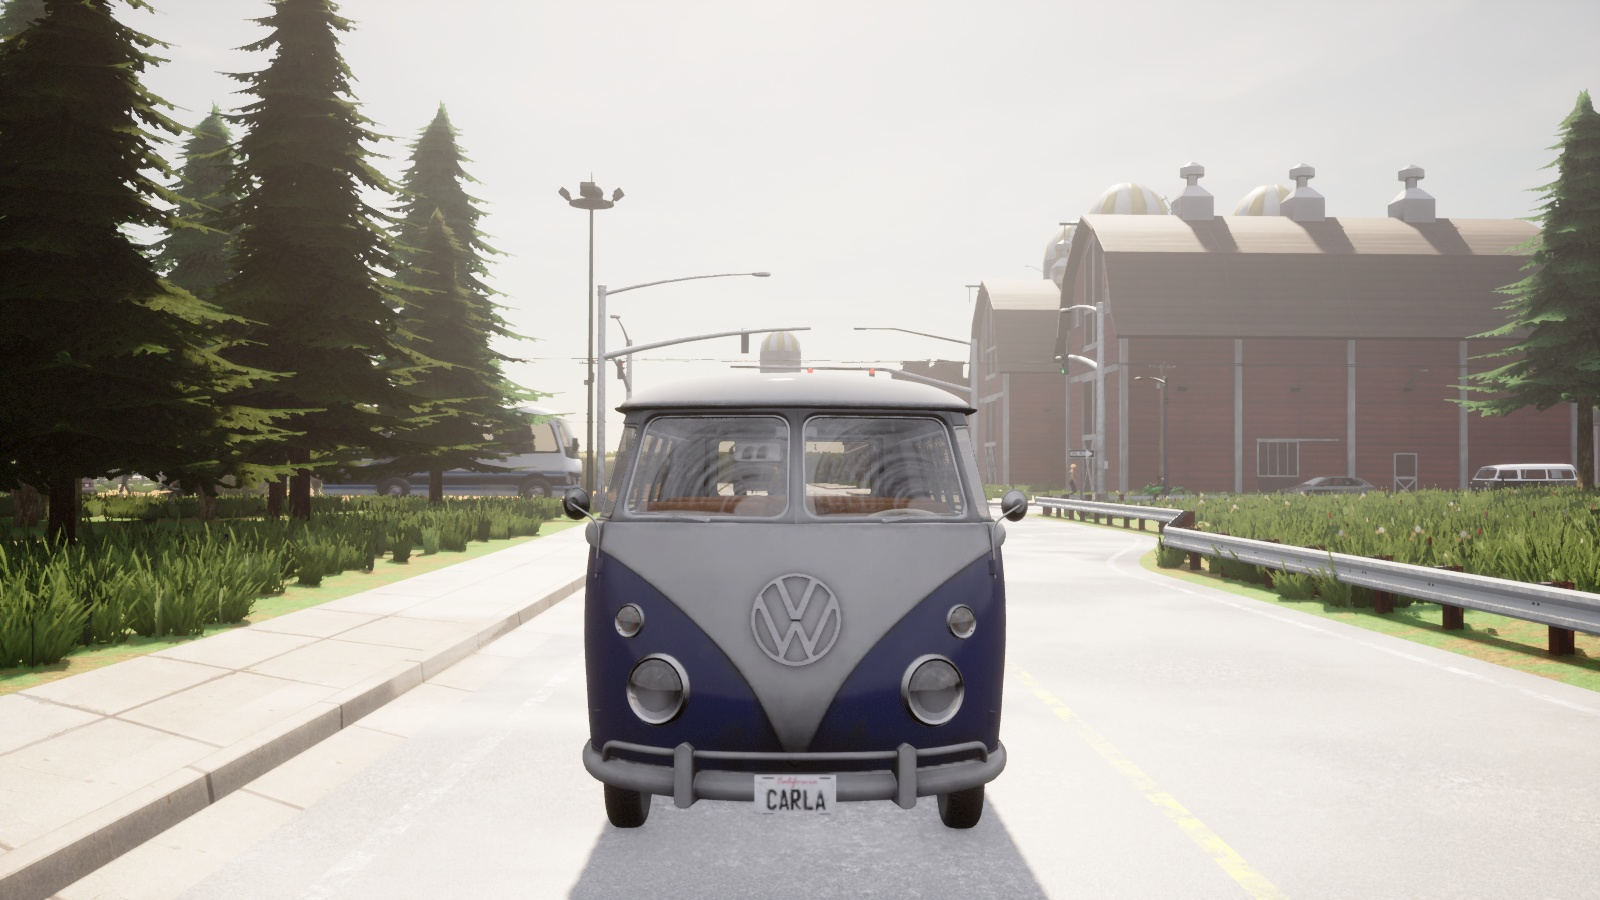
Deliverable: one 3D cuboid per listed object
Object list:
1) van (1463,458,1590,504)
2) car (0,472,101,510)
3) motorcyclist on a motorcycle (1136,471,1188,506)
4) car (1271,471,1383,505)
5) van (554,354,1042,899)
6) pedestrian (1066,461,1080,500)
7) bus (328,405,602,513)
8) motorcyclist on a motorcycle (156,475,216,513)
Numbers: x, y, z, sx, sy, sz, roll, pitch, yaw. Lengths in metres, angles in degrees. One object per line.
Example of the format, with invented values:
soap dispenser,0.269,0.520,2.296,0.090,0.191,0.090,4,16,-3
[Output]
van,32.474,1.376,56.197,4.480,2.038,2.069,0,-1,-1
car,-32.947,1.787,54.673,3.988,1.617,1.851,0,-1,-1
motorcyclist on a motorcycle,16.080,1.694,55.812,2.044,1.523,0.797,0,-1,-1
car,23.452,1.699,55.983,4.193,1.474,1.816,0,-1,-1
van,-0.024,0.681,6.802,1.775,1.987,4.442,0,-1,0
pedestrian,13.022,1.448,59.902,0.594,1.836,0.345,0,-1,3
bus,-13.546,0.384,51.645,10.273,4.253,3.944,0,-1,-1
motorcyclist on a motorcycle,-25.103,1.784,51.353,2.044,1.523,0.797,0,-1,-1
